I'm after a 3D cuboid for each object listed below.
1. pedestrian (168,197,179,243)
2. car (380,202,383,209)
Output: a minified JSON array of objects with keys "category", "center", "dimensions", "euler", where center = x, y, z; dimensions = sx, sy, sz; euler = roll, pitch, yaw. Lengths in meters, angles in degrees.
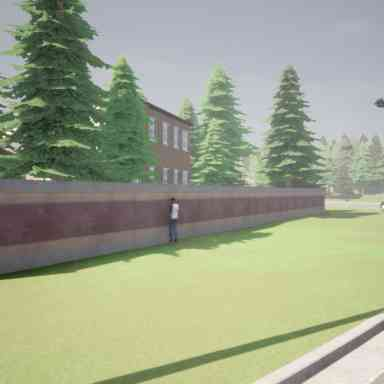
[{"category":"pedestrian","center":[-0.749,1.093,13.391],"dimensions":[0.375,1.860,0.375],"euler":[0,0,-42]},{"category":"car","center":[25.211,1.505,40.670],"dimensions":[1.837,1.490,4.892],"euler":[0,0,-6]}]
